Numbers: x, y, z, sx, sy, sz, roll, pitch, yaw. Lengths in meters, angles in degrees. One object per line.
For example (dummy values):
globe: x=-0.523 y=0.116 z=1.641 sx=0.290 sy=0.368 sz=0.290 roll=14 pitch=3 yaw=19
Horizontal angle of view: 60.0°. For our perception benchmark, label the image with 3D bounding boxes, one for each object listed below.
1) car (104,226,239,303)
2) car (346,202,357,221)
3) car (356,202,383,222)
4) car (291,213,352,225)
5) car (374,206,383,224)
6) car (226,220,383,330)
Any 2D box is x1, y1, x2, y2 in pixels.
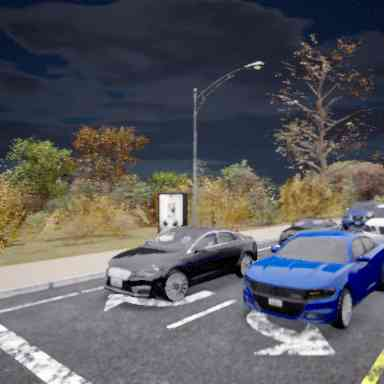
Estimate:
car: x=-0.017 y=1.720 z=9.022 sx=2.128 sy=1.511 sz=4.902 roll=-2 pitch=-2 yaw=41
car: x=12.632 y=1.731 z=24.030 sx=2.150 sy=2.045 sz=5.566 roll=-1 pitch=-2 yaw=39
car: x=9.473 y=1.534 z=15.129 sx=2.150 sy=2.045 sz=5.566 roll=-2 pitch=-2 yaw=40
car: x=5.780 y=1.916 z=15.780 sx=1.994 sy=1.385 sz=4.181 roll=-2 pitch=-2 yaw=40
car: x=19.061 y=2.170 z=31.957 sx=1.837 sy=1.490 sz=4.892 roll=-1 pitch=-1 yaw=39
car: x=3.049 y=1.651 z=7.590 sx=1.882 sy=1.535 sz=5.008 roll=-2 pitch=-2 yaw=41
